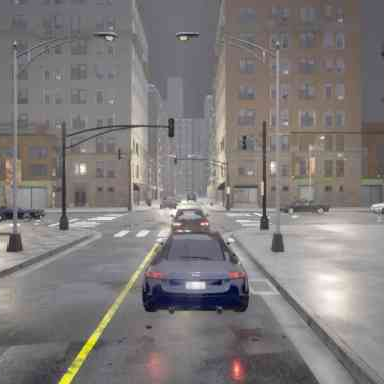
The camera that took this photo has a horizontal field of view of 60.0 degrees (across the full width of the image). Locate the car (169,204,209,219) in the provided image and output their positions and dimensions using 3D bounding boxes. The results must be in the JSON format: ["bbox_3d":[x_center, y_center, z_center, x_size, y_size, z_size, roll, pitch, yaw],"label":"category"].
[{"bbox_3d":[-0.105,1.525,16.431,1.812,1.442,4.674,0,0,-2],"label":"car"}]

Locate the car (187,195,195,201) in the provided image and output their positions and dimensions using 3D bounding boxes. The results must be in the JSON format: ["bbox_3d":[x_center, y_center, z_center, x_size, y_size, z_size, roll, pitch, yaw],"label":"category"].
[{"bbox_3d":[-0.205,1.582,86.587,2.128,1.511,4.902,0,0,0],"label":"car"}]

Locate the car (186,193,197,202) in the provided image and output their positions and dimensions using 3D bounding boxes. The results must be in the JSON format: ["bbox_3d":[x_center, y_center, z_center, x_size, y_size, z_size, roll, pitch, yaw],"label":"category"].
[{"bbox_3d":[-0.160,1.274,76.198,2.150,2.045,5.566,0,0,0],"label":"car"}]

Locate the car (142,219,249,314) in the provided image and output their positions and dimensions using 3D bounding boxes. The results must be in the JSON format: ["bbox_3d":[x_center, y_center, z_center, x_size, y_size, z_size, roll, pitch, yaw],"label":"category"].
[{"bbox_3d":[0.075,1.564,7.687,1.994,1.385,4.181,0,0,0],"label":"car"}]

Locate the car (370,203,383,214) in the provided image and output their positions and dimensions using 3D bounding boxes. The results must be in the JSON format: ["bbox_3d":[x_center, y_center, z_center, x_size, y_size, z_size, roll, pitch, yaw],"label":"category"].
[{"bbox_3d":[20.384,1.438,33.275,4.674,1.442,1.812,0,0,-1],"label":"car"}]

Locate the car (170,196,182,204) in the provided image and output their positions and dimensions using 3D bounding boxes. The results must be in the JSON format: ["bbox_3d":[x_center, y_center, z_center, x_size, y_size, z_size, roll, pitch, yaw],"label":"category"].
[{"bbox_3d":[-3.142,1.530,67.149,2.128,1.511,4.902,0,0,0],"label":"car"}]

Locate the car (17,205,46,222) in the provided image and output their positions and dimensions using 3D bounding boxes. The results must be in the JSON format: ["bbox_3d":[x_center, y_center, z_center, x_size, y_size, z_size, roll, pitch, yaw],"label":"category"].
[{"bbox_3d":[-14.181,1.648,26.325,4.718,1.301,1.895,0,0,0],"label":"car"}]

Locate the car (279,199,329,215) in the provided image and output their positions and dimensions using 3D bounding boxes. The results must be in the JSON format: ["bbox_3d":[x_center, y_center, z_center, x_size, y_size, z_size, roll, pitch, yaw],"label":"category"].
[{"bbox_3d":[11.122,1.449,33.212,4.892,1.490,1.837,0,0,0],"label":"car"}]

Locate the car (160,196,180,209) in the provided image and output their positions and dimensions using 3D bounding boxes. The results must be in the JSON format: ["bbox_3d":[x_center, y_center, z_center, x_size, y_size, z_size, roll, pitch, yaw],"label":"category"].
[{"bbox_3d":[-3.116,1.368,44.604,2.097,1.767,4.553,0,0,0],"label":"car"}]

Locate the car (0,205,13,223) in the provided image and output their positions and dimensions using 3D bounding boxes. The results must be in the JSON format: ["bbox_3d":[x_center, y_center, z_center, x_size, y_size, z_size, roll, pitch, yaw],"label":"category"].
[{"bbox_3d":[-15.248,1.616,23.069,4.181,1.385,1.994,0,0,0],"label":"car"}]
